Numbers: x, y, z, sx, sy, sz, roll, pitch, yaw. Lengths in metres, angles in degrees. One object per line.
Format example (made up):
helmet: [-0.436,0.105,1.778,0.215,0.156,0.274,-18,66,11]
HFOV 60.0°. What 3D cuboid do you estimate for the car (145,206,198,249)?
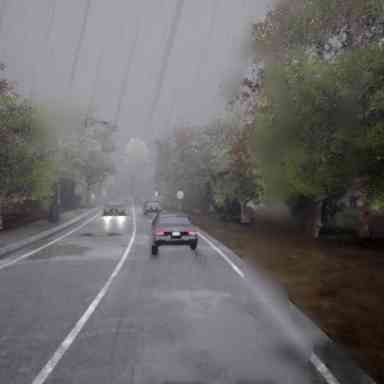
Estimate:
car: [-0.893,1.585,14.677,2.033,1.411,5.357,0,0,-7]

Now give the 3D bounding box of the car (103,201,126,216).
car: [-7.447,1.583,32.198,1.994,1.385,4.181,1,0,-10]

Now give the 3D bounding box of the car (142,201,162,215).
car: [-4.063,1.612,34.229,2.033,1.411,5.357,1,0,-10]
